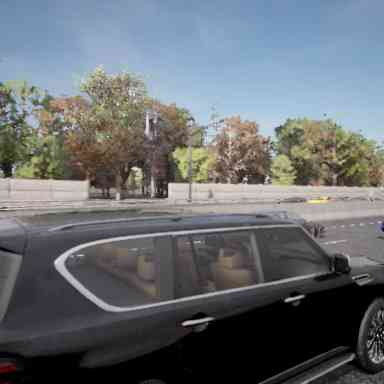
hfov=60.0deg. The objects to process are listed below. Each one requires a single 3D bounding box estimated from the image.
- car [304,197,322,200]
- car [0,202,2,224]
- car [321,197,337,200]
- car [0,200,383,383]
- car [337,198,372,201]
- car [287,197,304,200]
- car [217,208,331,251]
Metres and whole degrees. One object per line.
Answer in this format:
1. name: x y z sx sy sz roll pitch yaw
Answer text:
1. car: 18.651 1.474 47.334 5.008 1.535 1.882 0 0 -35
2. car: -15.896 1.493 22.747 4.902 1.511 2.128 0 0 -35
3. car: 19.723 1.488 43.806 4.902 1.511 2.128 0 0 -35
4. car: 0.297 1.220 3.957 5.566 2.045 2.150 0 0 -35
5. car: 19.937 1.484 39.677 4.902 1.511 2.128 0 0 -35
6. car: 15.184 1.500 49.164 4.892 1.490 1.837 0 0 -35
7. car: 3.849 1.539 15.088 5.357 1.411 2.033 0 0 -35
